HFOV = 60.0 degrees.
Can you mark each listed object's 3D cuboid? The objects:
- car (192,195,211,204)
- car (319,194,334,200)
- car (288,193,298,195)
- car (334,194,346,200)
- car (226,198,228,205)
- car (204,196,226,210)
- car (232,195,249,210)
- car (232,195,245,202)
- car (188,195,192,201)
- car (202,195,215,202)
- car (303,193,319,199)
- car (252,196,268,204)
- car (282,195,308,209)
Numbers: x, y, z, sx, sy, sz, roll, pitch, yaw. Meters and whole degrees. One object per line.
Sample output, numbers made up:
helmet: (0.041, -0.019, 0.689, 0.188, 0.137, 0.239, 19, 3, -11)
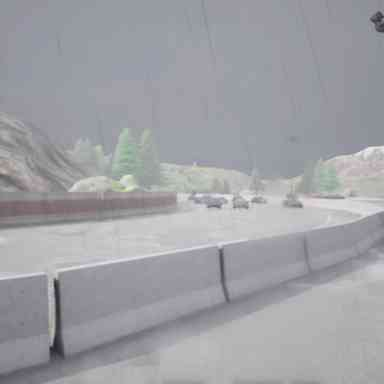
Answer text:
car: (1.752, 1.551, 62.172, 2.128, 1.511, 4.902, 0, 0, -6)
car: (28.706, 1.208, 73.444, 1.812, 1.442, 4.674, 0, 0, -6)
car: (21.751, 1.089, 72.635, 2.097, 1.767, 4.553, 0, 0, -6)
car: (32.184, 1.211, 73.834, 1.994, 1.385, 4.181, 0, 0, -6)
car: (5.359, 1.525, 61.439, 2.128, 1.511, 4.902, 0, 0, -6)
car: (3.038, 1.590, 45.131, 2.033, 1.411, 5.357, 0, 0, 2)
car: (6.349, 1.543, 43.534, 1.812, 1.442, 4.674, 0, 0, 4)
car: (10.721, 1.418, 76.793, 1.882, 1.535, 5.008, 0, 0, -6)
car: (0.086, 1.366, 77.412, 1.837, 1.490, 4.892, 0, 0, -6)
car: (3.706, 1.471, 76.539, 2.128, 1.511, 4.902, 0, 0, -6)
car: (25.230, 1.064, 73.025, 2.097, 1.767, 4.553, 0, 0, -6)
car: (12.420, 1.474, 61.315, 2.128, 1.511, 4.902, 0, 0, -6)
car: (13.466, 1.514, 44.679, 2.033, 1.411, 5.357, 0, 0, 3)
